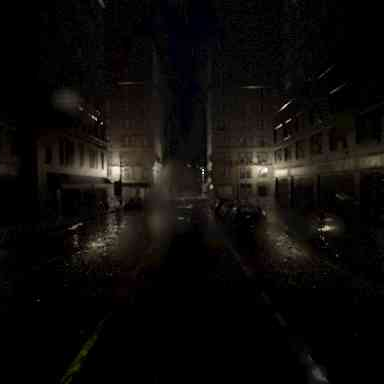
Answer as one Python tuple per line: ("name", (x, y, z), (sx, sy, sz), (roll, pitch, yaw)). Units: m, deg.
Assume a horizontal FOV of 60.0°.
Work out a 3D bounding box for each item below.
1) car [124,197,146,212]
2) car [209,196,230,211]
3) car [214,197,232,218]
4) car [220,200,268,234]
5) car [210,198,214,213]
("car", (-5.801, 1.244, 34.208), (1.887, 1.381, 4.507), (-1, 1, 0))
("car", (2.744, 1.171, 34.245), (1.802, 1.307, 4.206), (-1, 1, 0))
("car", (2.787, 1.237, 23.243), (1.752, 1.417, 4.829), (-1, 1, 0))
("car", (2.811, 1.325, 17.488), (2.008, 1.369, 4.403), (-1, 1, 0))
("car", (2.767, 1.217, 28.659), (1.947, 1.339, 4.313), (-1, 1, 0))
